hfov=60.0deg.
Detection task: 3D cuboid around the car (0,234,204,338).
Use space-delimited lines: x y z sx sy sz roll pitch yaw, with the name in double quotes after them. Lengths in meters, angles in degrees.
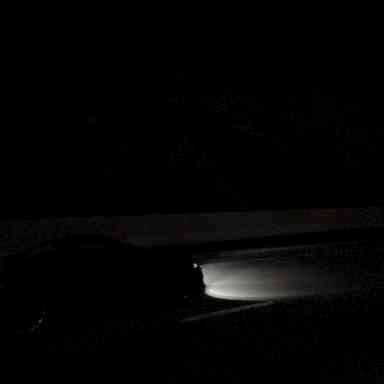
-1.832 1.545 6.588 4.181 1.385 1.994 0 0 -32 "car"
